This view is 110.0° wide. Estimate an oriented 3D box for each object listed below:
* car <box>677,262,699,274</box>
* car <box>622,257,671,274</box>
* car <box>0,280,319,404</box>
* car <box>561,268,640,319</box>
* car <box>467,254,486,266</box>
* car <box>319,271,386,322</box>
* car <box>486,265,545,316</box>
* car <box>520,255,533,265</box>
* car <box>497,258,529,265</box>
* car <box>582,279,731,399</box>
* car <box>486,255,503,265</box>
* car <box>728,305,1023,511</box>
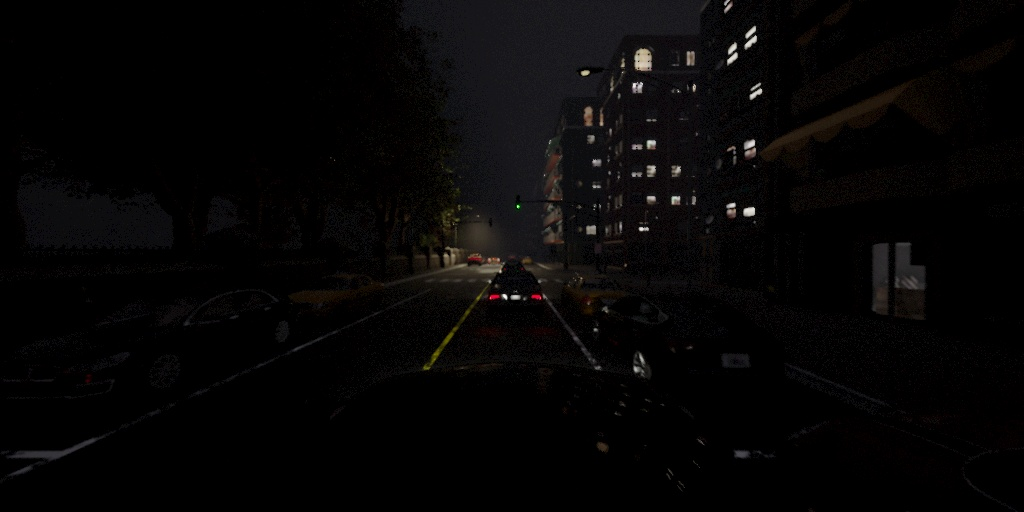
[{"bbox_3d":[20.289,1.355,39.023,4.507,1.381,1.888,0,0,0],"label":"car"},{"bbox_3d":[14.595,1.022,39.003,5.009,1.841,2.192,0,0,0],"label":"car"},{"bbox_3d":[-5.689,1.259,6.388,2.007,1.370,4.403,0,0,0],"label":"car"},{"bbox_3d":[2.690,1.186,12.191,1.751,1.417,4.829,0,0,0],"label":"car"},{"bbox_3d":[-5.696,0.616,55.583,2.192,1.841,5.009,0,0,0],"label":"car"},{"bbox_3d":[-5.690,1.186,11.849,1.751,1.417,4.829,0,0,0],"label":"car"},{"bbox_3d":[0.098,1.202,12.746,2.033,1.411,5.357,0,0,0],"label":"car"},{"bbox_3d":[2.684,0.783,61.289,1.751,1.417,4.829,0,0,0],"label":"car"},{"bbox_3d":[0.096,1.086,28.527,1.994,1.385,4.181,0,1,0],"label":"car"},{"bbox_3d":[2.691,1.275,6.390,1.948,1.339,4.313,0,0,0],"label":"car"},{"bbox_3d":[-3.047,0.603,61.986,2.097,1.767,4.553,0,0,1],"label":"car"},{"bbox_3d":[2.691,1.198,0.760,1.967,1.591,4.097,0,0,0],"label":"car"}]
